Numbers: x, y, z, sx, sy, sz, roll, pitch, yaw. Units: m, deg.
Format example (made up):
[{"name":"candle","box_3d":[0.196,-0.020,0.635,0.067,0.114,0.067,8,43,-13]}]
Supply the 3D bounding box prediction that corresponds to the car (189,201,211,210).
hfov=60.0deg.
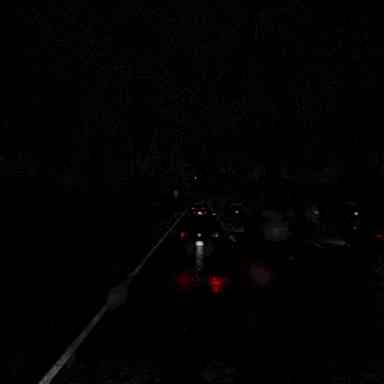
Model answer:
[{"name":"car","box_3d":[0.757,1.675,32.473,1.837,1.490,4.892,0,0,1]}]

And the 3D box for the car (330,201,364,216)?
[{"name":"car","box_3d":[14.753,1.673,32.183,1.837,1.490,4.892,0,0,1]}]

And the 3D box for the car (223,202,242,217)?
[{"name":"car","box_3d":[4.264,1.701,33.392,1.812,1.442,4.674,0,0,1]}]

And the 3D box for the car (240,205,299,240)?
[{"name":"car","box_3d":[3.892,1.617,17.447,1.812,1.442,4.674,0,0,1]}]

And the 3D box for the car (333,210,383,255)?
[{"name":"car","box_3d":[7.280,1.610,11.941,2.033,1.411,5.357,0,0,1]}]

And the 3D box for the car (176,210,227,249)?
[{"name":"car","box_3d":[0.348,1.679,14.914,1.895,1.301,4.718,0,0,1]}]

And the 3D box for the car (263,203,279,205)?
[{"name":"car","box_3d":[7.767,1.736,32.909,1.994,1.385,4.181,0,0,1]}]

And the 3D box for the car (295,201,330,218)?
[{"name":"car","box_3d":[11.254,1.674,32.265,1.837,1.490,4.892,0,0,1]}]
